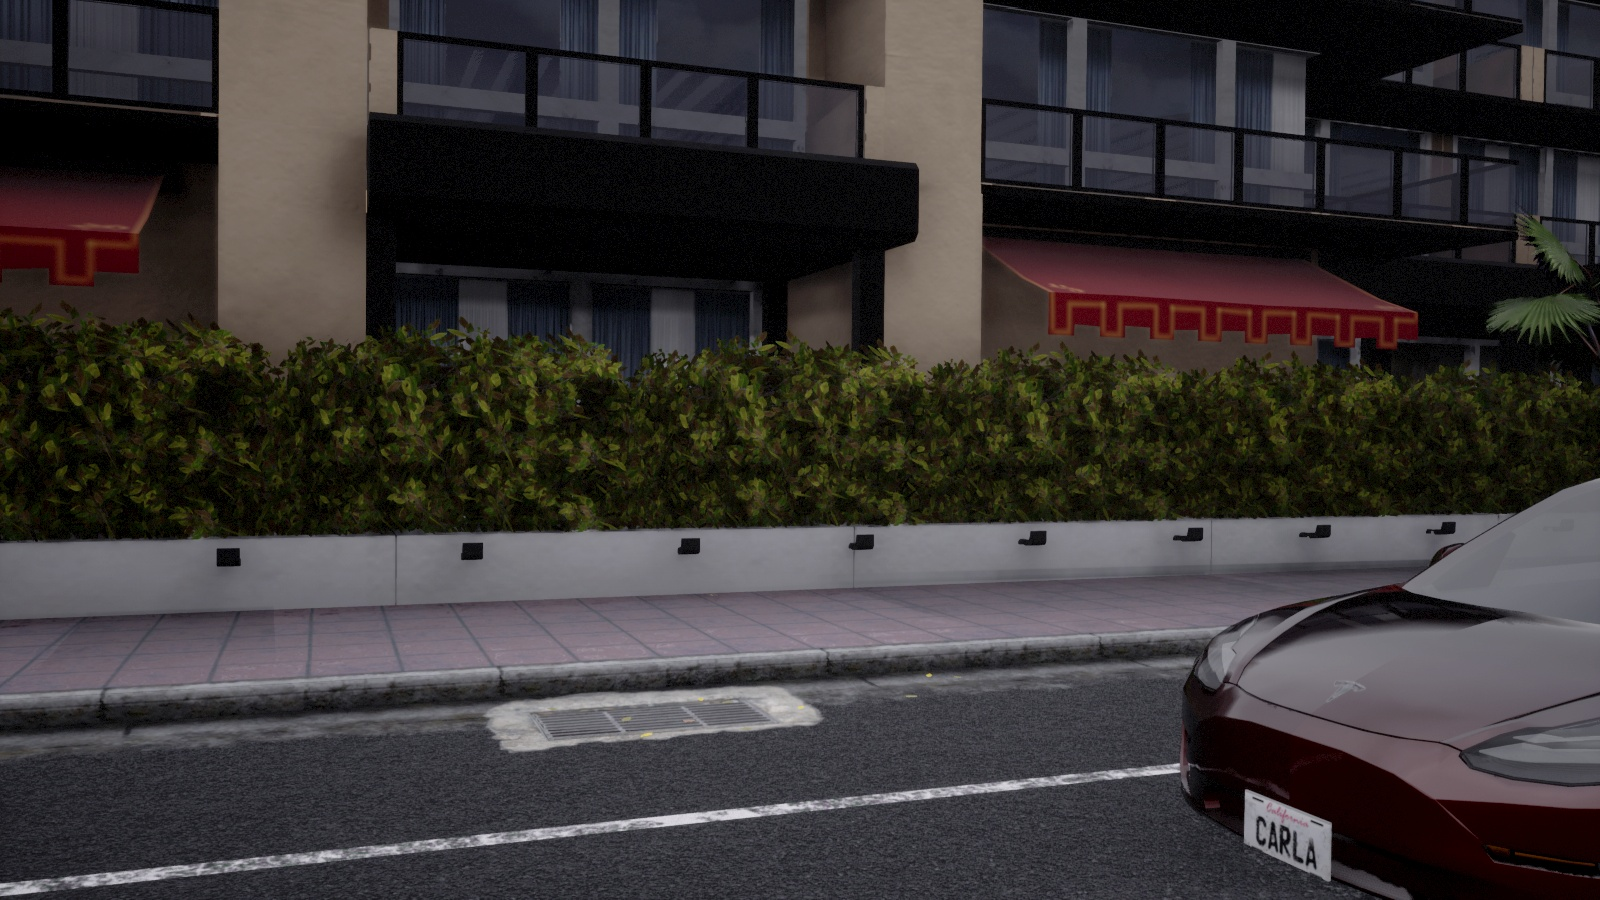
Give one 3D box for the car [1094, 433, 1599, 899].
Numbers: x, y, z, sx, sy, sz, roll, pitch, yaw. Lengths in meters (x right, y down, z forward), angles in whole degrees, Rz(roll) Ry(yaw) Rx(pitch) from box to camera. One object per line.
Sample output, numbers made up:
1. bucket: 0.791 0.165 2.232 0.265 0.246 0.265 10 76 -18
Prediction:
1. car: 3.760 0.681 4.671 4.792 1.488 2.163 -1 1 -21
